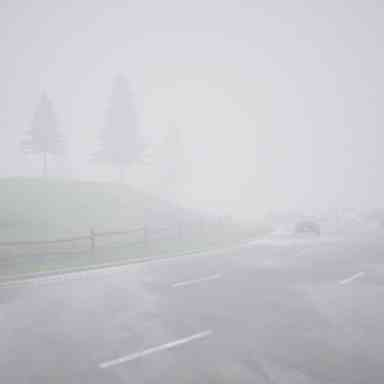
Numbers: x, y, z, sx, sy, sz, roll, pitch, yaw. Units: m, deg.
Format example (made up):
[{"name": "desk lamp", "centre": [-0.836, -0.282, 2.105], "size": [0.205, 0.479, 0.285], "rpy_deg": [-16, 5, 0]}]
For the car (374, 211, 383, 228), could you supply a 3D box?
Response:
[{"name": "car", "centre": [17.362, 2.544, 28.307], "size": [1.895, 1.301, 4.718], "rpy_deg": [-3, -3, 16]}]

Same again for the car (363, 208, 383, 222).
[{"name": "car", "centre": [22.687, 2.749, 40.384], "size": [2.097, 1.767, 4.553], "rpy_deg": [-2, -3, 2]}]

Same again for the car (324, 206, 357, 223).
[{"name": "car", "centre": [19.220, 2.882, 43.500], "size": [2.150, 2.045, 5.566], "rpy_deg": [-1, -3, -5]}]

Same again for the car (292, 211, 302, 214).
[{"name": "car", "centre": [15.134, 3.542, 48.834], "size": [2.128, 1.511, 4.902], "rpy_deg": [-1, -3, -7]}]

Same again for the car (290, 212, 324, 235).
[{"name": "car", "centre": [9.270, 2.616, 26.512], "size": [1.812, 1.442, 4.674], "rpy_deg": [-3, -3, 23]}]

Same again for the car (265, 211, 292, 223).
[{"name": "car", "centre": [11.764, 3.380, 46.466], "size": [2.097, 1.767, 4.553], "rpy_deg": [-1, -3, -5]}]
